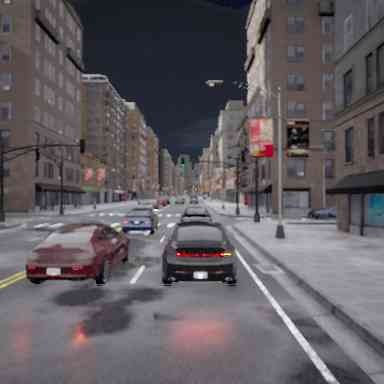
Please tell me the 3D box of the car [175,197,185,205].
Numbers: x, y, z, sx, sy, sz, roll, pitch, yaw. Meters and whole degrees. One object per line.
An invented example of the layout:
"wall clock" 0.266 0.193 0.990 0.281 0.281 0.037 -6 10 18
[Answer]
"car" -2.802 2.155 74.632 1.994 1.385 4.181 0 0 0

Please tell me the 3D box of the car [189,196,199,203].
"car" 0.457 2.134 74.377 1.812 1.442 4.674 0 0 0

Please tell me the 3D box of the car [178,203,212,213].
"car" 0.255 1.672 20.805 2.128 1.511 4.902 0 0 0

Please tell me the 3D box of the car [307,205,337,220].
"car" 14.044 1.929 32.144 5.357 1.411 2.033 0 -1 -3

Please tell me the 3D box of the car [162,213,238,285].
"car" 0.197 1.594 9.741 1.837 1.490 4.892 0 0 0

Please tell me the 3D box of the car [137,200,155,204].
"car" -6.318 1.961 43.062 1.895 1.301 4.718 0 0 0

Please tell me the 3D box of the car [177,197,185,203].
"car" -2.749 1.996 84.637 1.882 1.535 5.008 0 0 0

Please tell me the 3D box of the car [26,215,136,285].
"car" -3.043 1.611 9.674 1.812 1.442 4.674 0 0 1

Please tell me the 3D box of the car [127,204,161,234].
"car" -3.123 1.726 20.525 2.033 1.411 5.357 0 0 -3

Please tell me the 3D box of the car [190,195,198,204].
"car" 0.502 1.913 84.648 2.150 2.045 5.566 0 0 0

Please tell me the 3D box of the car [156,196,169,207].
"car" -6.152 1.745 63.738 2.150 2.045 5.566 0 0 1

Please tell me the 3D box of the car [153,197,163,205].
"car" -6.255 1.966 53.074 1.812 1.442 4.674 0 0 0
